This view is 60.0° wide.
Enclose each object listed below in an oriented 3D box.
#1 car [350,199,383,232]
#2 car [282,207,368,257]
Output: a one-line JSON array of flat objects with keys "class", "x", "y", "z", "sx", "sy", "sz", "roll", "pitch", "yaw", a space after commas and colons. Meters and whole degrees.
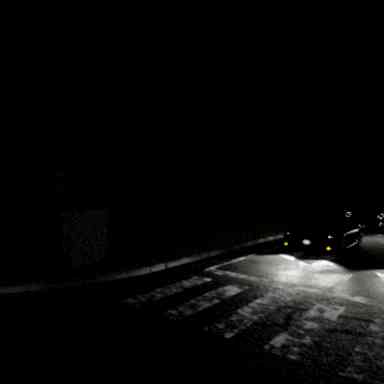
[{"class": "car", "x": 10.442, "y": 1.241, "z": 19.369, "sx": 2.097, "sy": 1.767, "sz": 4.553, "roll": 1, "pitch": 1, "yaw": 39}, {"class": "car", "x": 5.038, "y": 1.478, "z": 12.624, "sx": 1.994, "sy": 1.385, "sz": 4.181, "roll": 1, "pitch": 1, "yaw": 39}]
